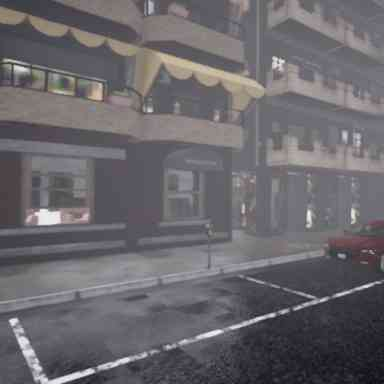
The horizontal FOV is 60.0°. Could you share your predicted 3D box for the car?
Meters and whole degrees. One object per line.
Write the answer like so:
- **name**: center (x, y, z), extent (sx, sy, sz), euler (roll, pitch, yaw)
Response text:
- **car**: center (6.194, 1.635, 10.985), extent (4.507, 1.381, 1.887), euler (1, 0, -36)
